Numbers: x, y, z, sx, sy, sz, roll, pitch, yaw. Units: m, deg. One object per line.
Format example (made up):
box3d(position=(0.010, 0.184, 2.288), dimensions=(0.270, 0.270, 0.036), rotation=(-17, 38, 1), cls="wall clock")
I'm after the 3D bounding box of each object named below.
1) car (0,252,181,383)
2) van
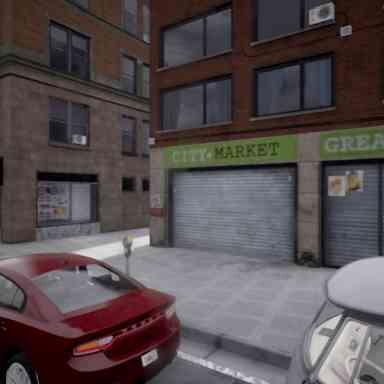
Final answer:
box3d(position=(-2.243, 1.543, 4.675), dimensions=(4.507, 1.381, 1.887), rotation=(0, 0, 35), cls="car")
box3d(position=(2.366, 1.341, 1.389), dimensions=(3.998, 1.788, 1.690), rotation=(0, 0, 35), cls="van")
